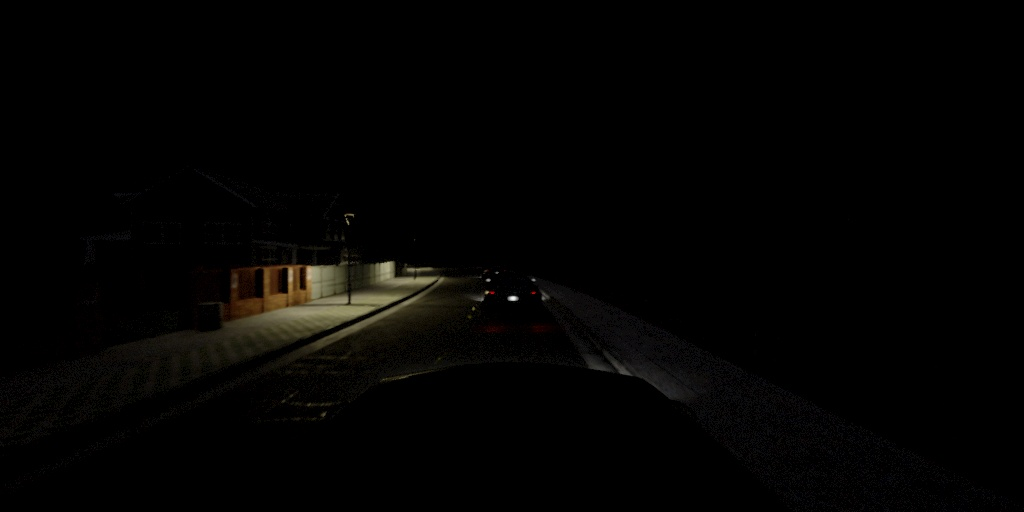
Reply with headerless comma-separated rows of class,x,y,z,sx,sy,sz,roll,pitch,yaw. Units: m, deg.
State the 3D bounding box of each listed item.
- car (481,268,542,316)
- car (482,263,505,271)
car,-0.030,1.311,13.323,1.994,1.385,4.181,0,0,-2
car,-1.519,1.296,30.377,1.994,1.385,4.181,0,0,-8
